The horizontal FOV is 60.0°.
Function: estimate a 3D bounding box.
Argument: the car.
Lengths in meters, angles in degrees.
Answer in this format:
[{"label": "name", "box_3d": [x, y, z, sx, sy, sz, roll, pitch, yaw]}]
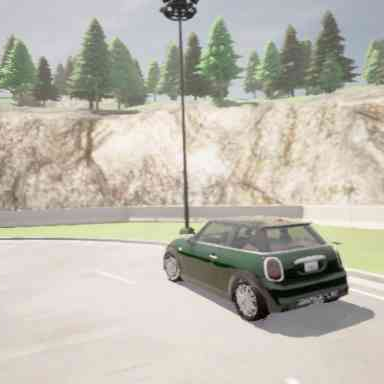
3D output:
[{"label": "car", "box_3d": [1.041, 1.326, 7.564, 2.097, 1.767, 4.553, -2, 0, -28]}]
